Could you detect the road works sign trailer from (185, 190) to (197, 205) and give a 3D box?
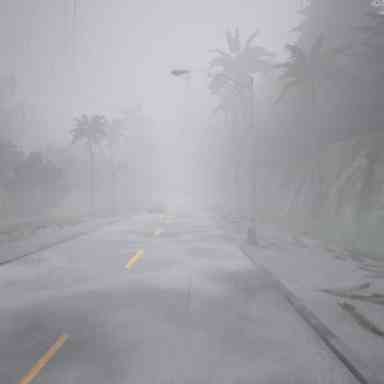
[{"bbox_3d":[-0.069,1.150,77.805,2.380,3.560,2.880,0,-1,0],"label":"road works sign trailer"}]

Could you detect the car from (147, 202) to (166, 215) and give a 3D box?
[{"bbox_3d":[-4.106,1.896,39.544,2.033,1.411,5.357,0,0,0],"label":"car"}]
